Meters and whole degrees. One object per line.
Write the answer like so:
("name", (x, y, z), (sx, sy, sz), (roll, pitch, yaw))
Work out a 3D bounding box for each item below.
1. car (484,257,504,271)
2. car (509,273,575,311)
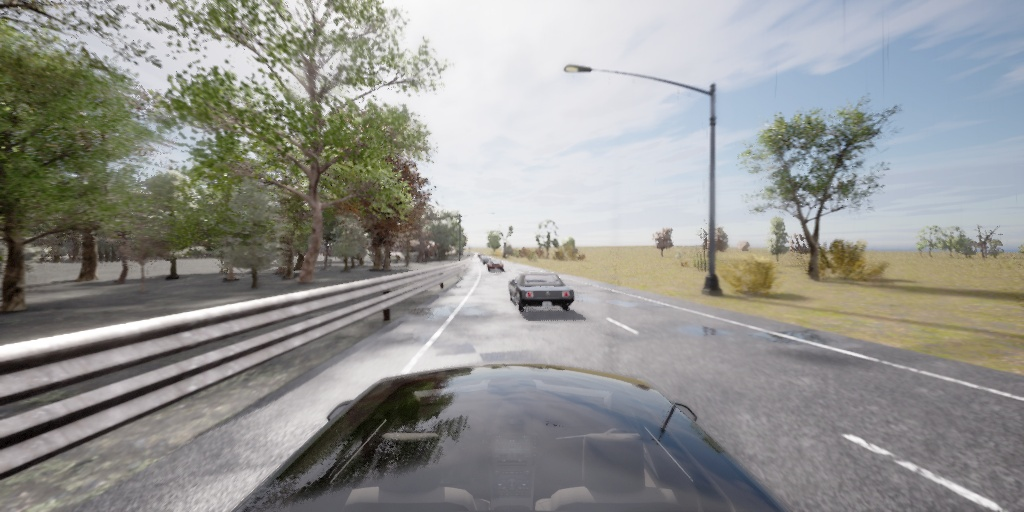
("car", (-2.102, 1.123, 43.820), (1.895, 1.301, 4.718), (0, 0, -6))
("car", (0.942, 1.288, 14.008), (1.895, 1.301, 4.718), (0, 0, -6))
